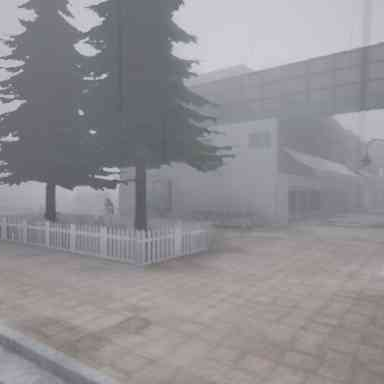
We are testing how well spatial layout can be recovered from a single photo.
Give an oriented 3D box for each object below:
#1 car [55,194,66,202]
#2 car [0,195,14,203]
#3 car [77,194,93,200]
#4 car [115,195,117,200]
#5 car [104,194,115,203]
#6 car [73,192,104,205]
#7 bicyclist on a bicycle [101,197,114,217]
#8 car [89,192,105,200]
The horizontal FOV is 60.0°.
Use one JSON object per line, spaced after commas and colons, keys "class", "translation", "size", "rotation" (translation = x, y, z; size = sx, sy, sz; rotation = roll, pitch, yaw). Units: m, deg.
{"class": "car", "translation": [-27.398, 1.203, 67.148], "size": [4.514, 1.523, 2.007], "rotation": [0, 0, 36]}
{"class": "car", "translation": [-33.316, 1.225, 59.096], "size": [3.633, 1.501, 1.845], "rotation": [0, 0, 36]}
{"class": "car", "translation": [-26.365, 1.254, 81.760], "size": [3.806, 1.475, 1.970], "rotation": [0, 0, 36]}
{"class": "car", "translation": [-19.489, 1.004, 76.798], "size": [4.605, 1.855, 1.932], "rotation": [0, 0, 36]}
{"class": "car", "translation": [-14.818, 1.010, 53.684], "size": [3.866, 1.878, 1.905], "rotation": [0, 0, 36]}
{"class": "car", "translation": [-16.196, 1.031, 51.093], "size": [4.605, 1.855, 1.932], "rotation": [0, 0, 36]}
{"class": "bicyclist on a bicycle", "translation": [-7.039, 1.252, 27.772], "size": [1.656, 1.620, 0.582], "rotation": [0, 0, 36]}
{"class": "car", "translation": [-23.914, 0.971, 84.087], "size": [3.866, 1.878, 1.905], "rotation": [0, 0, 36]}
